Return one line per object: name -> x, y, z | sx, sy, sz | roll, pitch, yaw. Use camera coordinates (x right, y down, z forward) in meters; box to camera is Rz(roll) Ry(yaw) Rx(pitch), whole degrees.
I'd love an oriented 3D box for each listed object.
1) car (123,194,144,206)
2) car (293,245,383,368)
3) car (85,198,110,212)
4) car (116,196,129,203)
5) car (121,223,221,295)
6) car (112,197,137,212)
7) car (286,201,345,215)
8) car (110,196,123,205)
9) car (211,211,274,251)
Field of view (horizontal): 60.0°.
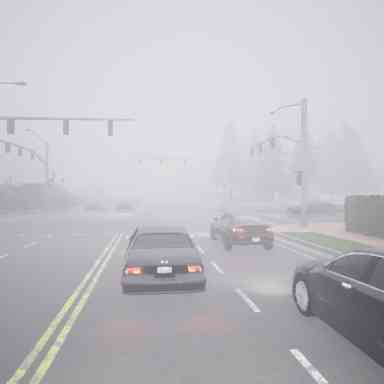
car -> -9.334, 1.492, 53.122 | 2.128, 1.511, 4.902 | 0, 0, -6
car -> 3.011, 1.503, 4.625 | 1.837, 1.490, 4.892 | 0, -1, -5
car -> -11.404, 1.477, 39.629 | 1.882, 1.535, 5.008 | 0, 0, -6
car -> -14.562, 1.525, 69.577 | 2.128, 1.511, 4.902 | 0, 0, -6
car -> -0.838, 1.547, 8.896 | 2.033, 1.411, 5.357 | 0, 0, -7
car -> -7.816, 1.600, 38.892 | 1.895, 1.301, 4.718 | 0, 0, -6
car -> 12.062, 1.547, 32.511 | 5.357, 1.411, 2.033 | 0, 0, -5
car -> -13.038, 1.564, 54.835 | 1.994, 1.385, 4.181 | 0, 0, -6
car -> 2.005, 1.526, 14.158 | 1.812, 1.442, 4.674 | 0, 0, -7
